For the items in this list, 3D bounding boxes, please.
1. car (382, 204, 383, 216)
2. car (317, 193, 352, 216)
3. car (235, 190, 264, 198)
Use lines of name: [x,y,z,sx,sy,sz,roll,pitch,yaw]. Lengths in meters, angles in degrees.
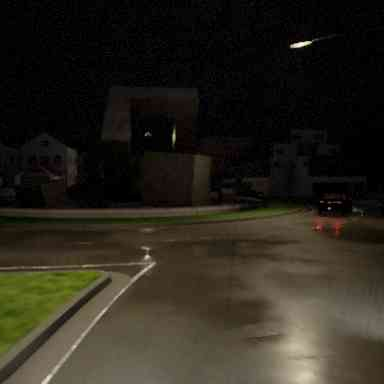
car: [14.650,0.970,23.014,1.994,1.385,4.181,1,2,43]
car: [10.593,0.852,24.590,2.128,1.511,4.902,1,2,32]
car: [8.015,0.343,46.660,1.994,1.385,4.181,-1,2,-42]
